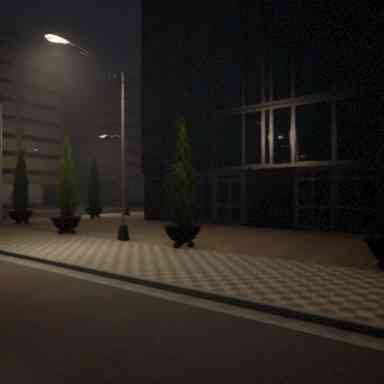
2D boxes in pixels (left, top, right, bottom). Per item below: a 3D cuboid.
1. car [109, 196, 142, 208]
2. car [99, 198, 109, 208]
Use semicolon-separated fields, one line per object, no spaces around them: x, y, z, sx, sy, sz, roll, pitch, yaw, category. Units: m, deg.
-9.680;1.483;50.306;2.097;1.767;4.553;0;0;35;car
-12.603;1.616;52.223;1.882;1.535;5.008;0;0;35;car
